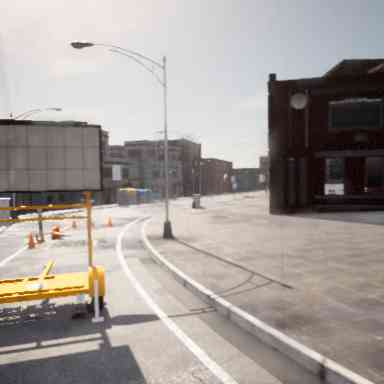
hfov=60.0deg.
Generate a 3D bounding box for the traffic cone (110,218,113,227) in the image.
[{"bbox_3d":[-4.826,1.731,19.551,0.340,0.580,0.340,-1,1,-14],"label":"traffic cone"}]

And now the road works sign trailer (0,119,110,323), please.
[{"bbox_3d":[-2.997,0.407,6.600,2.380,3.560,2.880,-2,1,-17],"label":"road works sign trailer"}]
